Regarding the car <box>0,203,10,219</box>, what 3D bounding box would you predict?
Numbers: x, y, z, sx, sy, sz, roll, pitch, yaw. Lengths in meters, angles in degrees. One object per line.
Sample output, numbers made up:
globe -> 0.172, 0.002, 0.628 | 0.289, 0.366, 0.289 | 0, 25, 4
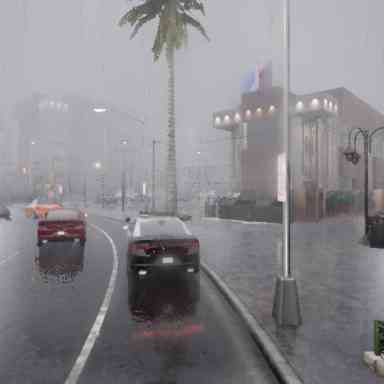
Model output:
car -> -16.619, 1.547, 27.722 | 1.994, 1.385, 4.181 | 0, 0, -39

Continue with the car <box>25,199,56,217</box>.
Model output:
car -> -12.847, 1.338, 28.561 | 2.097, 1.767, 4.553 | 0, 0, -36

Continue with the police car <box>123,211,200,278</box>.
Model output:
police car -> -1.110, 1.423, 10.451 | 1.930, 1.638, 5.238 | 0, 0, -12

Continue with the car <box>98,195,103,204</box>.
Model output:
car -> -14.576, 1.238, 56.454 | 4.553, 1.767, 2.185 | 0, 0, 42

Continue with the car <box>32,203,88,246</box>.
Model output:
car -> -5.910, 1.472, 15.381 | 1.882, 1.535, 5.008 | 0, 0, -18
